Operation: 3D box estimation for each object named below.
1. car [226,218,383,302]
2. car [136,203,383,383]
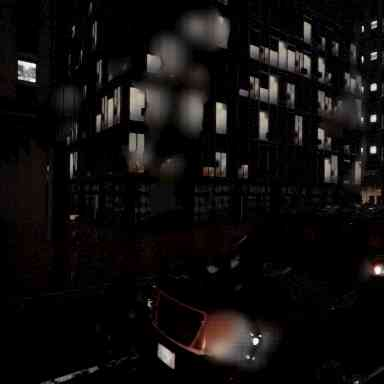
[{"bbox_3d":[3.239,1.546,8.861,4.507,1.381,1.887,0,1,-36],"label":"car"},{"bbox_3d":[2.001,1.222,4.806,5.566,2.045,2.150,0,0,-36],"label":"car"}]
